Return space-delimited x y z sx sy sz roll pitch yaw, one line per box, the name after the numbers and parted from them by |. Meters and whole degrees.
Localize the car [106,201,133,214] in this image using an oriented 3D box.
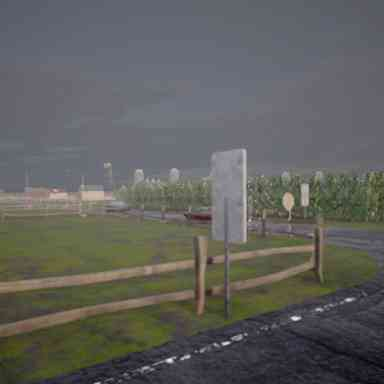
-8.918 1.846 40.803 1.882 1.535 5.008 0 0 -35 | car

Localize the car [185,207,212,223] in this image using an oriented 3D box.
1.502 1.819 26.128 1.895 1.301 4.718 0 0 -35 | car
